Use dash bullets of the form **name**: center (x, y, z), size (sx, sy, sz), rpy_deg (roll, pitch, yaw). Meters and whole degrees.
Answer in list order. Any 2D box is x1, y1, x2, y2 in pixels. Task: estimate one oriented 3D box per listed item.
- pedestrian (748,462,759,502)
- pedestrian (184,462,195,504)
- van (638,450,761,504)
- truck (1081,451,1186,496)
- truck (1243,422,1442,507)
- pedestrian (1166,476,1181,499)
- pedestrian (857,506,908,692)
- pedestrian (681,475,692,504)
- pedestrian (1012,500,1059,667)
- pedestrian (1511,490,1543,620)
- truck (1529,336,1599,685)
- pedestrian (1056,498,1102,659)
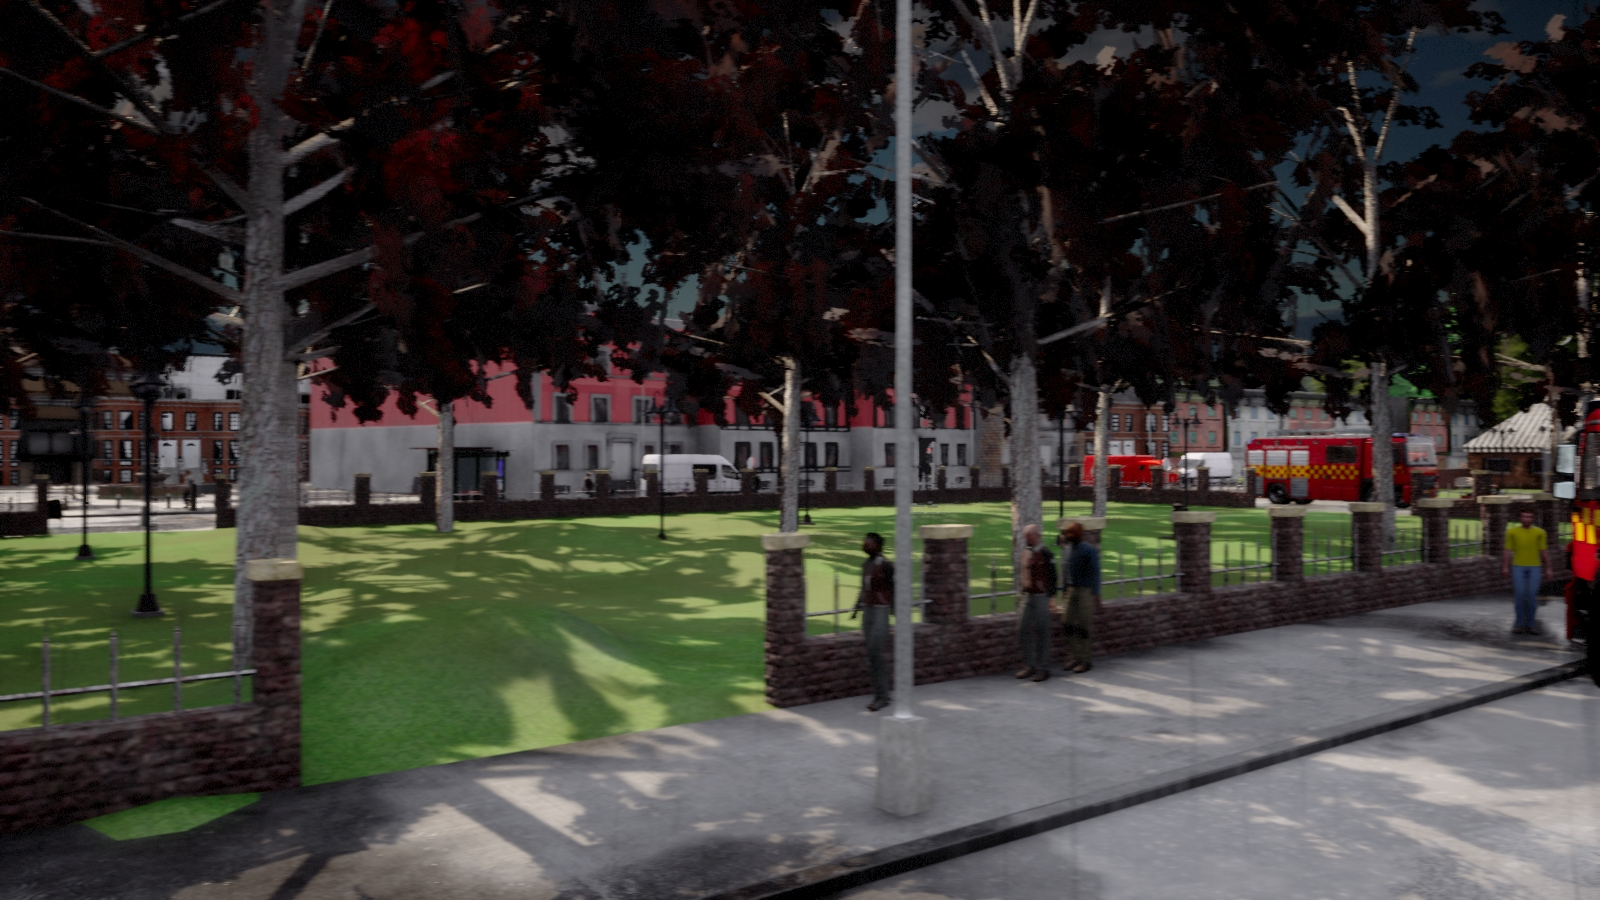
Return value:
- **pedestrian**: center (-2.150, 1.493, 53.232), size (0.375, 1.860, 0.375), rpy_deg (0, 0, -35)
- **pedestrian**: center (-27.395, 1.482, 51.300), size (0.375, 1.860, 0.375), rpy_deg (0, 0, -40)
- **van**: center (-4.981, 1.279, 57.109), size (5.915, 2.561, 1.988), rpy_deg (0, 0, -36)
- **truck**: center (19.153, 1.316, 65.817), size (2.627, 2.467, 5.204), rpy_deg (0, 0, -41)
- **truck**: center (26.377, 0.649, 55.981), size (2.891, 3.827, 8.468), rpy_deg (0, 0, -36)
- **pedestrian**: center (18.700, 1.881, 57.211), size (0.500, 1.100, 0.500), rpy_deg (0, 0, -36)
- **pedestrian**: center (0.854, 1.518, 11.806), size (0.375, 1.860, 0.375), rpy_deg (0, 0, -37)
- **pedestrian**: center (-5.074, 1.772, 51.055), size (0.375, 1.300, 0.375), rpy_deg (0, 0, -36)
- **pedestrian**: center (2.701, 1.518, 13.120), size (0.375, 1.860, 0.375), rpy_deg (0, 0, -35)
- **pedestrian**: center (10.638, 1.520, 16.730), size (0.375, 1.860, 0.375), rpy_deg (0, 0, 29)
- **truck**: center (9.664, 0.670, 10.700), size (2.891, 3.827, 8.468), rpy_deg (0, 0, 19)
- **pedestrian**: center (3.331, 1.518, 13.652), size (0.375, 1.860, 0.375), rpy_deg (0, 0, -36)
